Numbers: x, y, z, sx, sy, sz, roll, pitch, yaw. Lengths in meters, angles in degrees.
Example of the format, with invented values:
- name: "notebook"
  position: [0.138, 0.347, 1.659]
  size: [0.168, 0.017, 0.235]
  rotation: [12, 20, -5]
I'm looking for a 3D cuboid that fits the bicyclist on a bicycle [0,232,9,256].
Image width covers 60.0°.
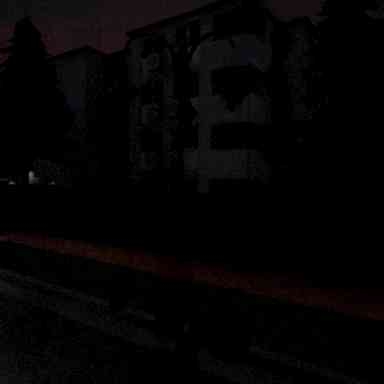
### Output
- name: "bicyclist on a bicycle"
  position: [-5.656, 1.061, 8.677]
  size: [0.582, 1.620, 1.656]
  rotation: [2, 10, 34]
